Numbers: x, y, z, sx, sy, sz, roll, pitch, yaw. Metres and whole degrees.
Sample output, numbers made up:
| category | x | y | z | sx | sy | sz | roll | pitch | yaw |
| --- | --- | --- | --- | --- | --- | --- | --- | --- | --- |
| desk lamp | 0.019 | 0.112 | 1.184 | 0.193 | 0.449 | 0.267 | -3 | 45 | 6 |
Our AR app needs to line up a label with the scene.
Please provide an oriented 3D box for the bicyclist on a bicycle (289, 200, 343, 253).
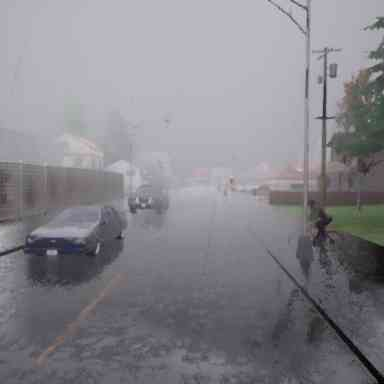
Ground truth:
| category | x | y | z | sx | sy | sz | roll | pitch | yaw |
| --- | --- | --- | --- | --- | --- | --- | --- | --- | --- |
| bicyclist on a bicycle | 3.783 | 1.058 | 10.149 | 1.656 | 1.620 | 0.582 | 0 | 2 | 3 |

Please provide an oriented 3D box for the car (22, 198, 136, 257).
| category | x | y | z | sx | sy | sz | roll | pitch | yaw |
| --- | --- | --- | --- | --- | --- | --- | --- | --- | --- |
| car | -3.649 | 1.173 | 11.620 | 2.033 | 1.411 | 5.357 | 0 | 2 | 3 |

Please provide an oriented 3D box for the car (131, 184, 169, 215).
| category | x | y | z | sx | sy | sz | roll | pitch | yaw |
| --- | --- | --- | --- | --- | --- | --- | --- | --- | --- |
| car | -3.010 | 0.461 | 24.562 | 2.150 | 2.045 | 5.566 | 0 | 1 | 4 |
